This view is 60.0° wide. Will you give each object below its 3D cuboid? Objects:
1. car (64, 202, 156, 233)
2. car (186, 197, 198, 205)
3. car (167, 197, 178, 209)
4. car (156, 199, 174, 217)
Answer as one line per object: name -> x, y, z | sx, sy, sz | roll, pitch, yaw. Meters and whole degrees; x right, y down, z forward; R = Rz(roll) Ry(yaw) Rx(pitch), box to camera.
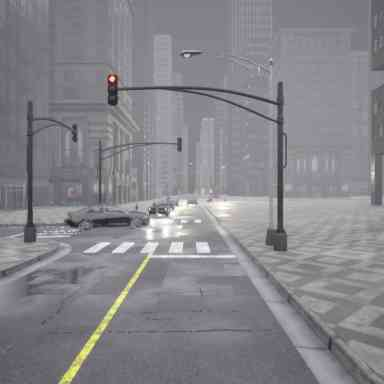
car -> -4.977, 1.515, 19.725 | 4.902, 1.511, 2.128 | -1, 0, -22
car -> 0.027, 1.559, 57.595 | 2.033, 1.411, 5.357 | 0, 0, 0
car -> -3.080, 1.603, 41.301 | 1.895, 1.301, 4.718 | 0, 0, 0
car -> -3.084, 1.601, 31.957 | 1.895, 1.301, 4.718 | 0, 0, 0
